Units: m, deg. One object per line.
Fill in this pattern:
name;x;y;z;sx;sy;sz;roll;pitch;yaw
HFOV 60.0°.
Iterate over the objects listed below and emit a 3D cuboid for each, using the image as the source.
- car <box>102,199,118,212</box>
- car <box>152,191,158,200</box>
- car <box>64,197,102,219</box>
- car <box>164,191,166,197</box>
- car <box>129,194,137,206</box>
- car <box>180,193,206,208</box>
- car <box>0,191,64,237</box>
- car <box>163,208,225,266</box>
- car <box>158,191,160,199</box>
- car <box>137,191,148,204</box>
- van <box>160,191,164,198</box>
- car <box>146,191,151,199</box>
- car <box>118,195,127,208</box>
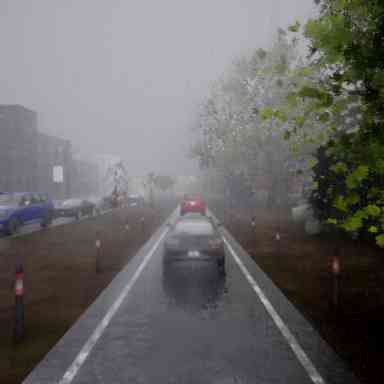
car;-8.996;1.213;31.326;2.231;1.521;4.892;0;1;2
car;-9.035;0.766;68.947;2.435;2.045;5.566;0;0;1
car;-8.990;1.223;25.785;2.097;1.535;5.008;0;0;2
car;-9.060;0.883;92.349;2.231;1.521;4.892;0;-1;-2
car;-9.016;1.130;43.263;1.946;1.575;5.366;0;0;2
car;0.090;1.122;30.712;2.150;2.045;5.566;0;0;0
car;-8.981;0.993;16.830;2.435;2.045;5.566;0;0;2
car;0.070;1.509;11.342;1.812;1.442;4.674;0;0;0
car;-9.043;1.014;75.693;2.002;1.452;4.674;0;0;0
car;-9.019;1.076;53.516;2.097;1.535;5.008;0;0;2
van;-9.060;0.703;86.663;1.878;1.987;4.442;0;0;2
car;-9.026;1.035;59.064;2.097;1.535;5.008;0;0;2
car;-9.001;1.181;36.882;2.097;1.535;5.008;0;0;2
